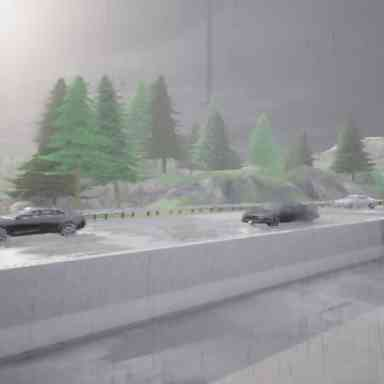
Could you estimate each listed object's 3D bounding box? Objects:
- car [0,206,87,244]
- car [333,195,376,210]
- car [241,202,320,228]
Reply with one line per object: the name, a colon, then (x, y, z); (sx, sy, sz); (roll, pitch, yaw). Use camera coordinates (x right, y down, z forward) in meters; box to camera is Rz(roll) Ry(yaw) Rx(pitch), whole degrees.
car: (-7.532, 1.447, 15.782); (4.902, 1.511, 2.128); (-1, 1, -35)
car: (16.571, 1.030, 33.883); (4.674, 1.442, 1.812); (-1, 0, -22)
car: (5.567, 1.303, 20.491); (5.357, 1.411, 2.033); (-1, 1, -32)
